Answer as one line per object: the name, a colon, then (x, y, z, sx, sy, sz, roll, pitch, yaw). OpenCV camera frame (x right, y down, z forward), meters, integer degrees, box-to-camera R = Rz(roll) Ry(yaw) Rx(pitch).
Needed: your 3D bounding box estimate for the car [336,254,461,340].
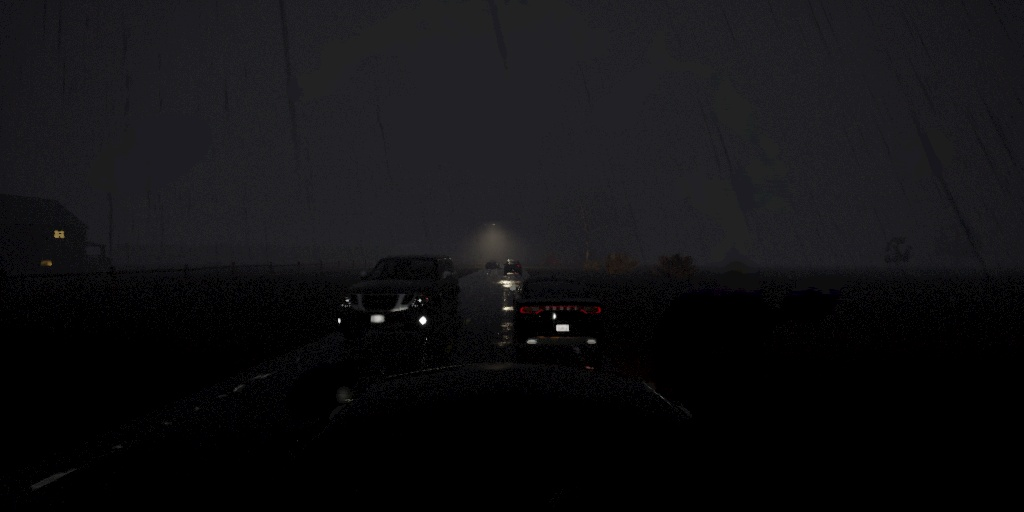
car: (-2.844, 0.969, 10.344, 2.150, 2.045, 5.566, 0, 0, 0)

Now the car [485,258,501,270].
car: (-2.825, 1.303, 52.269, 1.994, 1.385, 4.181, 0, 0, 0)

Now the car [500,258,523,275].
car: (0.101, 1.234, 38.691, 2.128, 1.511, 4.902, 0, 0, 0)

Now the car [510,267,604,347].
car: (0.969, 1.226, 9.330, 1.882, 1.535, 5.008, 0, 0, 0)
